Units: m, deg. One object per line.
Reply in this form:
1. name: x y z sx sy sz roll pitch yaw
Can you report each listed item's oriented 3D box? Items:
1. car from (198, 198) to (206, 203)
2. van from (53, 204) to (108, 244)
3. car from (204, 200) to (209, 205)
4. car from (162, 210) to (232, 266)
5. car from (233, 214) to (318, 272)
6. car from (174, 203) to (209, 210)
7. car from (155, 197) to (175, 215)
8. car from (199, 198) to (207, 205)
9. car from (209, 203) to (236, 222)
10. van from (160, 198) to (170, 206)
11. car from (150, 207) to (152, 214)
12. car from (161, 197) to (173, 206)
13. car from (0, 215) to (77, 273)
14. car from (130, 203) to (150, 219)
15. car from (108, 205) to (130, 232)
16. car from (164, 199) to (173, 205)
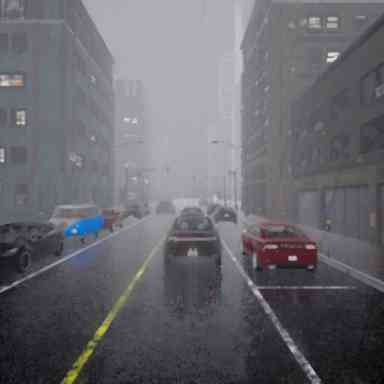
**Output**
1. car: 2.668 2.352 71.143 1.802 1.307 4.206 0 -1 0
2. van: -5.689 1.517 16.658 1.690 1.788 3.998 0 -1 0
3. car: 2.681 1.978 38.740 1.947 1.339 4.313 0 -1 0
4. car: 0.039 1.618 12.107 2.128 1.511 4.902 0 -1 0
5. car: 2.693 1.663 11.124 1.887 1.381 4.507 0 -1 0
6. car: 0.015 1.814 25.177 2.033 1.411 5.357 0 -1 1
7. car: -3.062 1.769 39.267 2.097 1.767 4.553 0 -1 1
8. car: 2.665 2.335 82.200 1.967 1.590 4.097 0 -1 0
9. car: 2.686 1.859 27.693 1.947 1.339 4.313 0 -1 0
10. van: -5.711 2.112 71.143 1.690 1.788 3.998 0 -1 0
11. car: -5.700 1.994 38.748 1.802 1.307 4.206 0 -1 0
12. car: -5.713 2.148 76.671 2.192 1.841 5.009 0 -1 0
13. car: -5.688 1.684 11.132 1.947 1.339 4.313 0 -1 0
14. car: -5.697 1.918 33.225 1.947 1.339 4.313 0 -1 0
15. car: -5.693 1.779 22.179 1.887 1.381 4.507 0 -1 0
16. car: -5.717 2.440 82.196 1.887 1.381 4.507 0 -1 0
